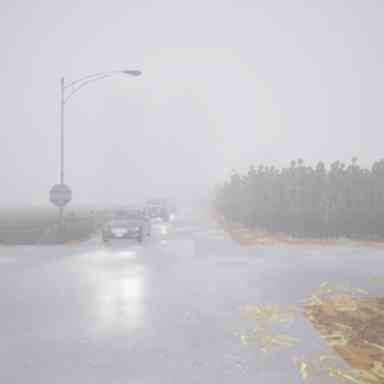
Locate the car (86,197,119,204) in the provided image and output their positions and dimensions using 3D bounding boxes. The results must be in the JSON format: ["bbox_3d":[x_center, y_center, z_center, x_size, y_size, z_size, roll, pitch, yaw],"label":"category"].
[{"bbox_3d":[-16.261,2.081,61.829,5.357,1.411,2.033,0,0,0],"label":"car"}]

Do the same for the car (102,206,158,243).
[{"bbox_3d":[-3.203,1.664,17.057,2.128,1.511,4.902,0,-1,0],"label":"car"}]

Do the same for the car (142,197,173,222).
[{"bbox_3d":[-3.201,1.568,30.354,2.150,2.045,5.566,0,-1,0],"label":"car"}]

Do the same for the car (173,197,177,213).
[{"bbox_3d":[-3.176,1.660,43.744,2.150,2.045,5.566,0,0,2],"label":"car"}]
